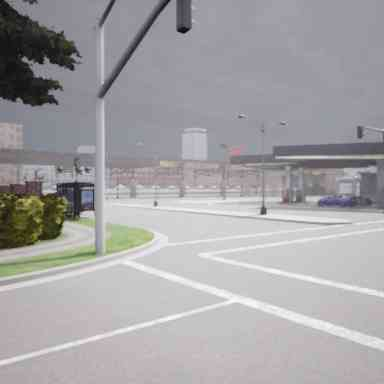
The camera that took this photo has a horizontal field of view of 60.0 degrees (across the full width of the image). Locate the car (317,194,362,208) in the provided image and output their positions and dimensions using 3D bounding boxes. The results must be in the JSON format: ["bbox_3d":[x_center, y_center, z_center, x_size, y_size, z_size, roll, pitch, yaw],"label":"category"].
[{"bbox_3d":[17.719,1.030,40.841,2.242,1.667,4.611,0,0,-35],"label":"car"}]

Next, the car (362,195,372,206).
[{"bbox_3d":[21.985,1.151,44.764,1.970,1.475,3.806,0,0,-35],"label":"car"}]
